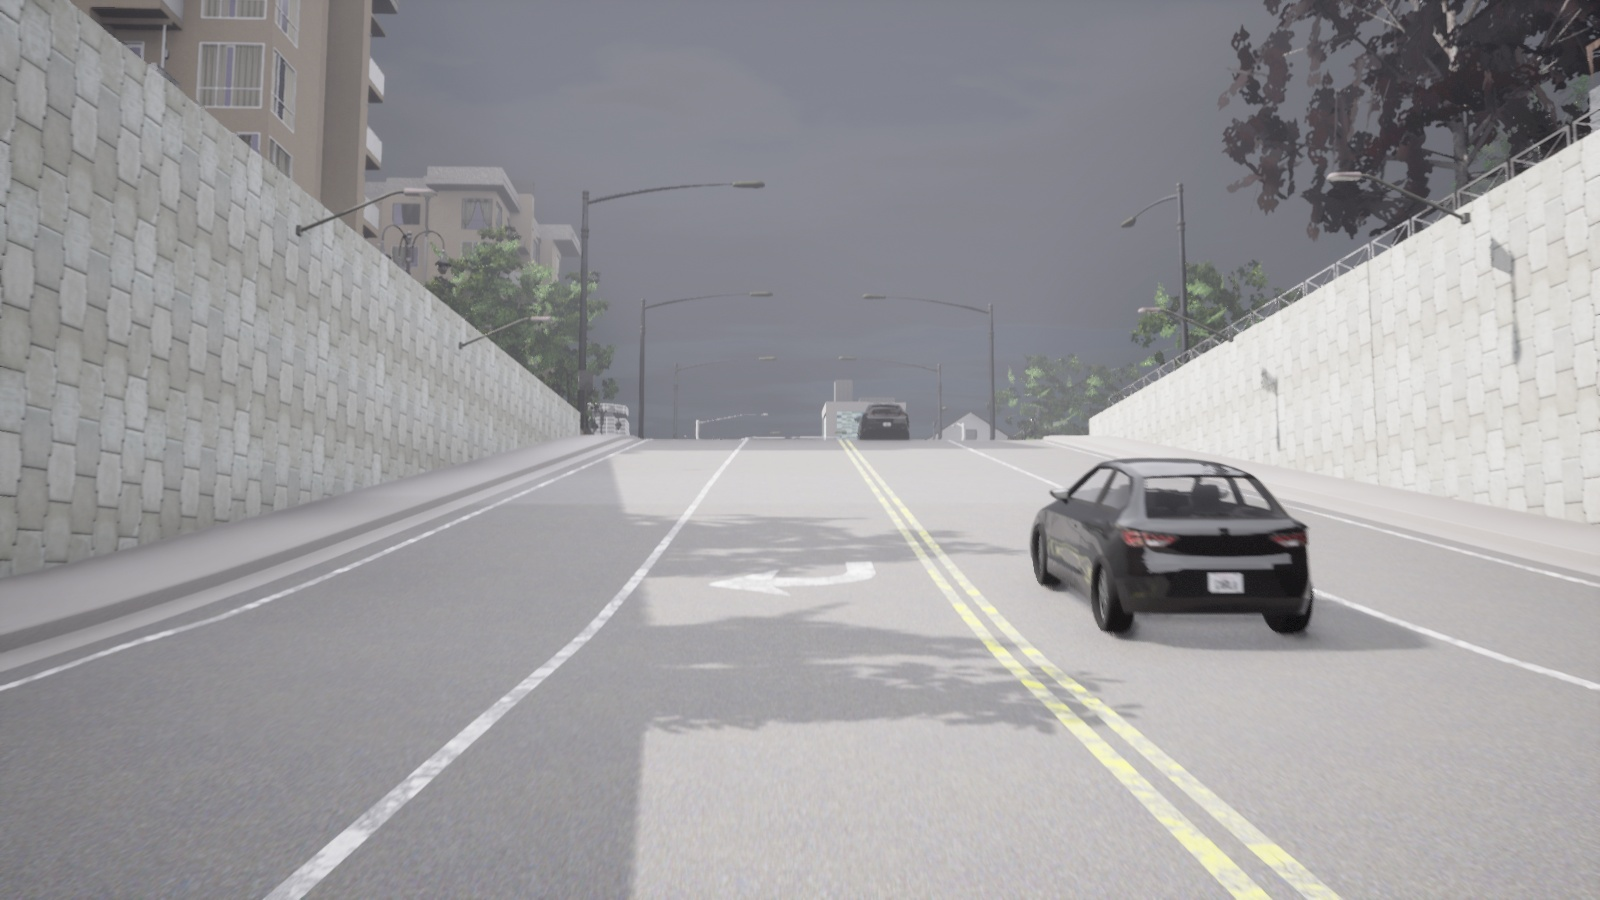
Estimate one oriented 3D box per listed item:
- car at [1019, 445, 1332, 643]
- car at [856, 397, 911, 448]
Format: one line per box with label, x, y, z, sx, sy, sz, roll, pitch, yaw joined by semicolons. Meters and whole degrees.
car;3.441;0.764;12.394;1.816;1.474;4.193;0;2;0
car;3.271;-1.044;50.148;1.837;1.490;4.892;0;-5;0
